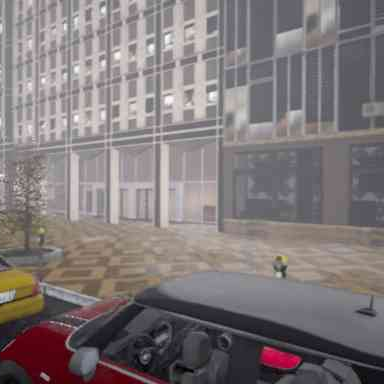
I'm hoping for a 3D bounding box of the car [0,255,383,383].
[{"bbox_3d":[0.055,1.443,2.824,4.097,1.590,1.967,0,0,35],"label":"car"}]
